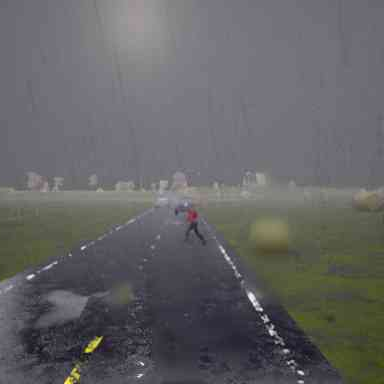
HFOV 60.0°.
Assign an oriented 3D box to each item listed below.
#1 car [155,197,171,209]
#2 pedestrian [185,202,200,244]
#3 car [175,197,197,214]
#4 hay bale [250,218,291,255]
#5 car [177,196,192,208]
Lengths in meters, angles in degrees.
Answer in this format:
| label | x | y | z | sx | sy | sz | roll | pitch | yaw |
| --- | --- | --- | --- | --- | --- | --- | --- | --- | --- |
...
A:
| label | x | y | z | sx | sy | sz | roll | pitch | yaw |
| --- | --- | --- | --- | --- | --- | --- | --- | --- | --- |
| car | -3.913 | 1.471 | 44.775 | 1.812 | 1.442 | 4.674 | 0 | 0 | -2 |
| pedestrian | 0.033 | 1.281 | 13.725 | 0.375 | 1.860 | 0.375 | 0 | 0 | 1 |
| car | -0.646 | 1.312 | 34.372 | 2.097 | 1.767 | 4.553 | 0 | 0 | -2 |
| hay bale | 2.931 | 1.644 | 12.521 | 1.220 | 1.180 | 1.240 | 0 | 0 | -1 |
| car | -1.089 | 1.431 | 47.723 | 2.128 | 1.511 | 4.902 | 0 | 0 | -2 |
